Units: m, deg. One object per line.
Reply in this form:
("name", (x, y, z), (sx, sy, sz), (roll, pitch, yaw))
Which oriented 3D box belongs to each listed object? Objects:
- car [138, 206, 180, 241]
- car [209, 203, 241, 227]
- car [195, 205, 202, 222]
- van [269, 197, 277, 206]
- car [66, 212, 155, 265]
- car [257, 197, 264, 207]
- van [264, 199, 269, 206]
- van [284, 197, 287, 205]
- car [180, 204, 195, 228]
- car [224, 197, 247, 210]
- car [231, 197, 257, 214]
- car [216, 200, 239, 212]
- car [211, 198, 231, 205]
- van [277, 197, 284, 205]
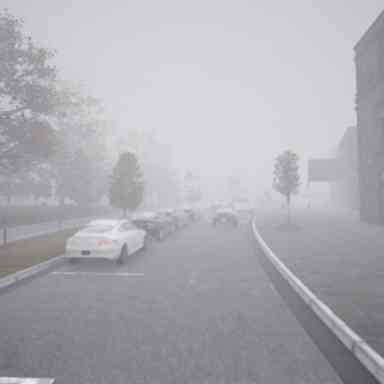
("car", (-2.289, 1.747, 18.497), (2.097, 1.535, 5.008), (-1, 0, 8))
("car", (2.627, 1.835, 25.725), (1.812, 1.442, 4.674), (-1, -1, 10))
("car", (-0.311, 1.872, 30.366), (2.097, 1.535, 5.008), (-1, -1, 12))
("van", (17.406, 2.228, 76.580), (1.878, 1.987, 4.442), (-4, -2, 31))
("car", (-2.968, 1.703, 12.300), (2.002, 1.452, 4.674), (-1, -1, 6))
("car", (12.148, 2.306, 66.792), (1.946, 1.575, 5.366), (-4, -2, 27))
("van", (14.656, 2.154, 71.709), (1.878, 1.987, 4.442), (-4, -2, 26))
("van", (23.385, 2.387, 86.014), (1.878, 1.987, 4.442), (-4, -2, 33))
("car", (-1.484, 1.801, 24.149), (2.231, 1.521, 4.892), (-1, 0, 10))
("car", (7.506, 1.931, 56.450), (2.435, 2.045, 5.566), (-4, -2, 22))
("car", (6.785, 1.723, 42.850), (2.150, 2.045, 5.566), (-1, -1, 15))
("car", (5.518, 2.125, 51.185), (2.231, 1.521, 4.892), (-4, -2, 19))
("car", (3.714, 2.065, 45.892), (2.231, 1.521, 4.892), (-4, -2, 19))
("van", (20.321, 2.306, 81.351), (1.878, 1.987, 4.442), (-4, -2, 31))
